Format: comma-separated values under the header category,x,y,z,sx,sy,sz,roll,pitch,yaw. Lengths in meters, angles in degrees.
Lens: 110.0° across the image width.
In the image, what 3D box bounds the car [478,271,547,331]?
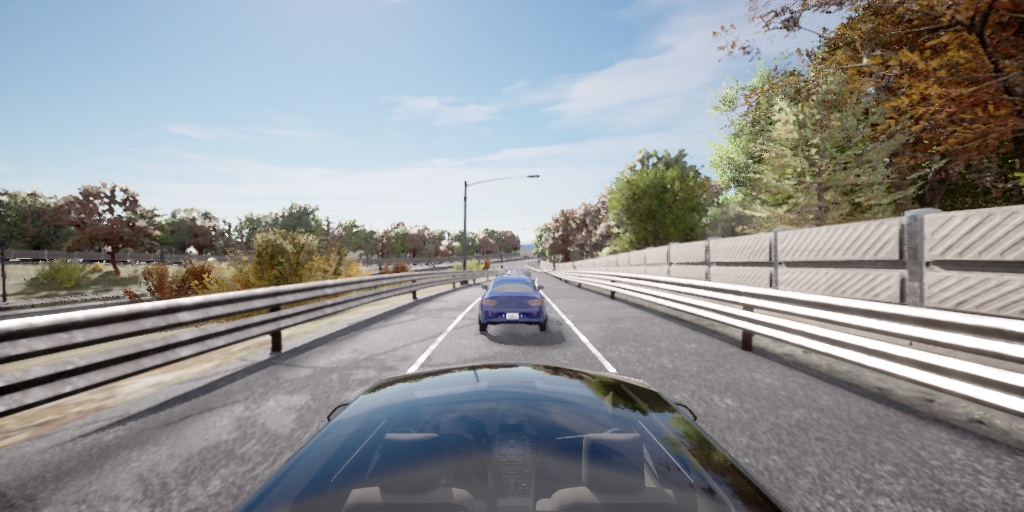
category,x,y,z,sx,sy,sz,roll,pitch,yaw
car,0.026,1.327,11.011,1.812,1.442,4.674,0,-1,0
